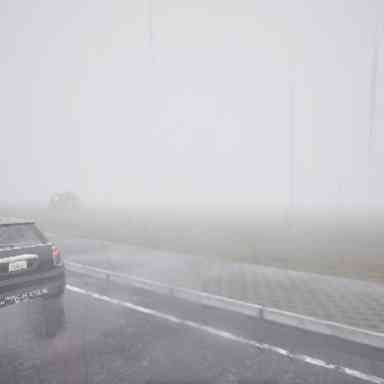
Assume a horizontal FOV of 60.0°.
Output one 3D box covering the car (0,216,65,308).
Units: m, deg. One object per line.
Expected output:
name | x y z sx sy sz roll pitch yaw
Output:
car | -4.715 1.262 6.969 4.553 1.767 2.097 1 0 36
